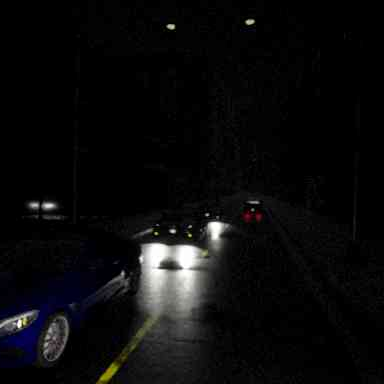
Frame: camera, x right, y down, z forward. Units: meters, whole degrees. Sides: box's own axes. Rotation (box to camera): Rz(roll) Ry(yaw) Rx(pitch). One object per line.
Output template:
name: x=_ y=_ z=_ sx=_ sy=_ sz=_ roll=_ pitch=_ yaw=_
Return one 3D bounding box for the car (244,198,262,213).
car: x=6.637 y=1.513 z=36.078 sx=1.895 sy=1.301 sz=4.718 roll=2 pitch=0 yaw=11

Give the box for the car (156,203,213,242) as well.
car: x=-0.421 y=1.421 z=15.599 sx=1.994 sy=1.385 sz=4.181 roll=2 pitch=0 yaw=11

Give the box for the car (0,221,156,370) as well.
car: x=-2.257 y=1.405 z=5.815 sx=1.812 sy=1.442 sz=4.674 roll=2 pitch=0 yaw=11

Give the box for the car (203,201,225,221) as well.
car: x=1.425 y=1.398 z=25.426 sx=1.994 sy=1.385 sz=4.181 roll=2 pitch=0 yaw=10

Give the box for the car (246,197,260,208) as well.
car: x=8.645 y=1.488 z=46.955 sx=1.895 sy=1.301 sz=4.718 roll=2 pitch=0 yaw=11
